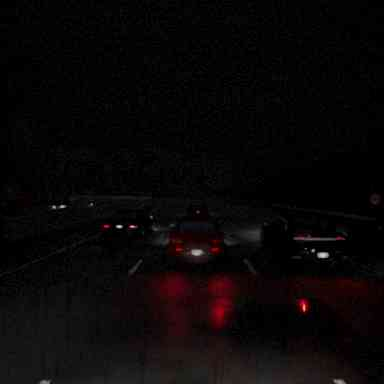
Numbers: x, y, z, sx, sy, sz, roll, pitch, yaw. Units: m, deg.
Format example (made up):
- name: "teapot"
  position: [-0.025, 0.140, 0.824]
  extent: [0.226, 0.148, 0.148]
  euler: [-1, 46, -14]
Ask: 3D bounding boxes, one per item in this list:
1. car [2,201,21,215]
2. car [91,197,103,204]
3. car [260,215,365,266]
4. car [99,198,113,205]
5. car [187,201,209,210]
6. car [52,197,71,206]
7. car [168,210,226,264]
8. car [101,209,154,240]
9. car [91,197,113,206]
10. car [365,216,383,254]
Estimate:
- name: "car"
  position: [-20.509, 1.700, 36.358]
  extent: [1.812, 1.442, 4.674]
  euler: [0, 0, 1]
- name: "car"
  position: [-21.530, 1.836, 75.343]
  extent: [1.812, 1.442, 4.674]
  euler: [0, 0, -5]
- name: "car"
  position: [3.669, 1.540, 11.647]
  extent: [2.128, 1.511, 4.902]
  euler: [0, 0, 1]
- name: "car"
  position: [-17.279, 1.857, 67.355]
  extent: [1.994, 1.385, 4.181]
  euler: [0, 0, -4]
- name: "car"
  position: [0.587, 1.614, 31.835]
  extent: [1.882, 1.535, 5.008]
  euler: [0, 0, 1]
- name: "car"
  position: [-24.005, 1.639, 61.348]
  extent: [2.097, 1.767, 4.553]
  euler: [0, 0, -2]
- name: "car"
  position: [0.172, 1.577, 11.902]
  extent: [1.812, 1.442, 4.674]
  euler: [0, 0, 1]
- name: "car"
  position: [-3.235, 1.626, 17.556]
  extent: [2.033, 1.411, 5.357]
  euler: [0, 0, 1]
- name: "car"
  position: [-13.343, 1.751, 49.641]
  extent: [1.812, 1.442, 4.674]
  euler: [0, 0, 1]
- name: "car"
  position: [7.165, 1.536, 11.483]
  extent: [2.128, 1.511, 4.902]
  euler: [0, 0, 1]
